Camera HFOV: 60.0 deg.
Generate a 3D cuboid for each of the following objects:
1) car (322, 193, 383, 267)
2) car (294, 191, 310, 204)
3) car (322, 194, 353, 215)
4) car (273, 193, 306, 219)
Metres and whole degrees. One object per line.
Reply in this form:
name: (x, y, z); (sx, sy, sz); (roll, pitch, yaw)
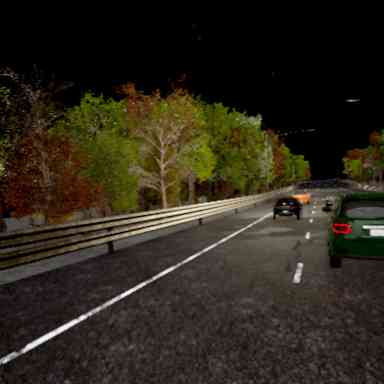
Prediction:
car: (5.408, 1.038, 10.477); (2.150, 2.045, 5.566); (-2, 0, 21)
car: (13.743, 0.609, 42.029); (2.097, 1.767, 4.553); (-2, 1, 21)
car: (12.171, 0.999, 28.098); (2.128, 1.511, 4.902); (-2, 1, 21)
car: (7.343, 1.160, 25.317); (1.882, 1.535, 5.008); (-2, 1, 21)
